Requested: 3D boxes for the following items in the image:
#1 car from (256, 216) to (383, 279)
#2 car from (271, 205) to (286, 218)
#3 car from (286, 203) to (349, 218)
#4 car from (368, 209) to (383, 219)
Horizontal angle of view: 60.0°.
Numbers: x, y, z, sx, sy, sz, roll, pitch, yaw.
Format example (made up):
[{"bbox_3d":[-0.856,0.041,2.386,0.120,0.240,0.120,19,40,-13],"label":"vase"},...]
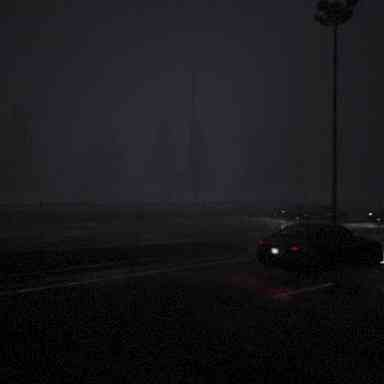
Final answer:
[{"bbox_3d":[4.034,1.643,10.366,4.181,1.385,1.994,1,0,-31],"label":"car"},{"bbox_3d":[9.501,1.746,31.040,4.674,1.442,1.812,1,0,-29],"label":"car"},{"bbox_3d":[10.737,1.761,27.724,5.357,1.411,2.033,1,0,-29],"label":"car"},{"bbox_3d":[16.416,1.853,26.876,4.718,1.301,1.895,1,0,-29],"label":"car"}]
